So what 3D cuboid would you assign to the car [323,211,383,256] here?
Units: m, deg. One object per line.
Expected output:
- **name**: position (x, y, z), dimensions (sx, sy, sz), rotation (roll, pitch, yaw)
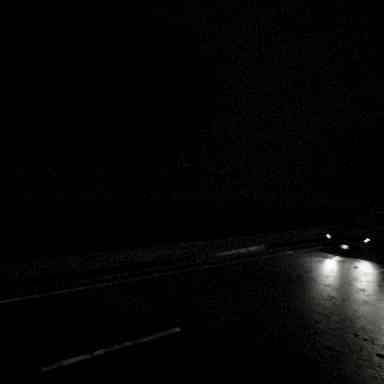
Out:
- **car**: position (7.403, 1.484, 12.953), dimensions (5.357, 1.411, 2.033), rotation (0, 0, -35)
